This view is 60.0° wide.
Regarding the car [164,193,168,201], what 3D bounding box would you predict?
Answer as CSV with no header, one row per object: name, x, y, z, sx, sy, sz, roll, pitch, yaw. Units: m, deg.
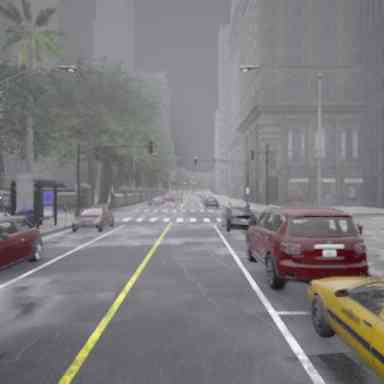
car,-5.788,1.362,57.190,1.967,1.590,4.097,0,0,0

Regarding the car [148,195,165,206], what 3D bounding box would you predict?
car,-5.785,1.482,51.770,2.008,1.369,4.403,0,0,0

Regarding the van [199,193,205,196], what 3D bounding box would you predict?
van,2.736,1.253,62.594,1.690,1.788,3.998,0,0,0

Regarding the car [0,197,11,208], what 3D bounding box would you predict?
car,-17.367,1.263,31.433,4.892,1.490,1.837,3,0,0

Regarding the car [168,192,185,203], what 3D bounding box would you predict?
car,-3.026,1.126,67.119,2.150,2.045,5.566,0,0,0

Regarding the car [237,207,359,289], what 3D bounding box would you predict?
car,2.754,1.306,9.046,2.192,1.841,5.009,0,0,0

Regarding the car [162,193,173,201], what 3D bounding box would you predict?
car,-5.796,1.193,78.872,2.192,1.841,5.009,0,0,0

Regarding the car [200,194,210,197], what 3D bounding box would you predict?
car,2.738,1.447,57.344,1.752,1.417,4.829,0,0,0

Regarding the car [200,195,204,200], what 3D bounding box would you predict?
car,2.740,1.497,51.753,1.947,1.339,4.313,0,0,0

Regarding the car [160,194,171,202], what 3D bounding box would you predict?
car,-5.793,1.330,73.451,1.967,1.590,4.097,0,0,0

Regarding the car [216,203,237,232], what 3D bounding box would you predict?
car,2.751,1.544,19.896,1.947,1.339,4.313,0,0,0

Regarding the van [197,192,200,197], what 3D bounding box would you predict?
van,2.728,1.206,84.275,1.690,1.788,3.998,0,0,0

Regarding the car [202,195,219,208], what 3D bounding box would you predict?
car,2.742,1.505,46.333,1.947,1.339,4.313,0,0,0

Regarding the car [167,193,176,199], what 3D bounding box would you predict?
car,-5.801,1.153,95.132,2.192,1.841,5.009,0,0,0

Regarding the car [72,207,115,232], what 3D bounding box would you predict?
car,-5.774,1.560,19.911,1.802,1.307,4.206,0,0,0

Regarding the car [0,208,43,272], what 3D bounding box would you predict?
car,-5.771,1.431,9.059,1.967,1.590,4.097,0,0,0

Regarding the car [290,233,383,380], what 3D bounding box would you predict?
car,2.757,1.522,3.791,1.752,1.417,4.829,0,0,0
